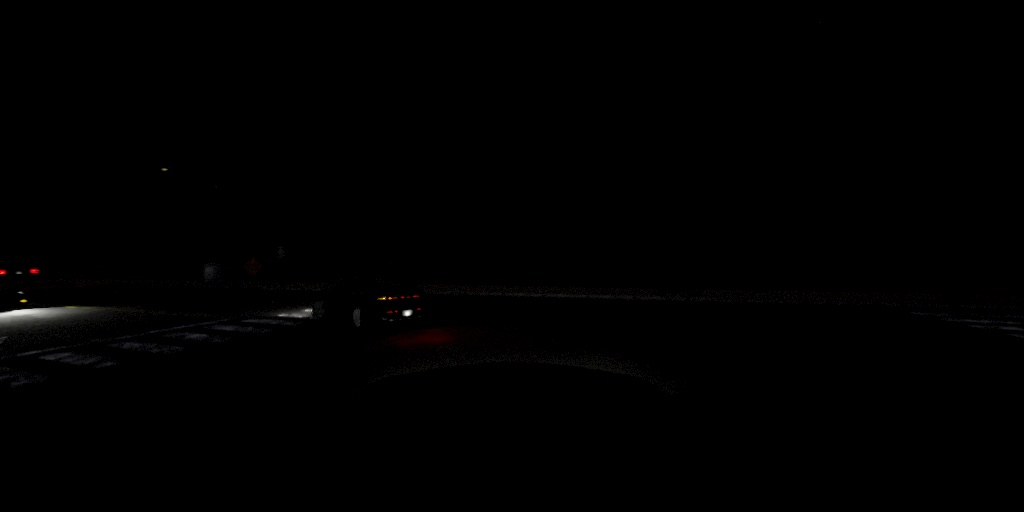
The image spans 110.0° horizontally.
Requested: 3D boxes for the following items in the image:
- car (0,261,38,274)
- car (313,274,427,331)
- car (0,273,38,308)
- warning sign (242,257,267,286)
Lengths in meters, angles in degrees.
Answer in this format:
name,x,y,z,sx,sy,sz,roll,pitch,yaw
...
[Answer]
name,x,y,z,sx,sy,sz,roll,pitch,yaw
car,-40.142,1.407,28.316,5.566,2.045,2.150,-1,1,20
car,-4.600,1.300,11.385,4.892,1.490,1.837,0,-1,43
car,-22.702,1.610,15.109,4.181,1.385,1.994,-1,1,20
warning sign,-16.534,0.965,22.959,1.060,1.860,1.300,0,0,19
